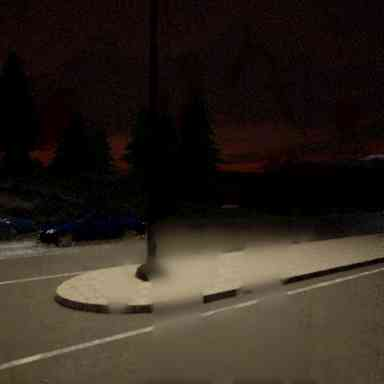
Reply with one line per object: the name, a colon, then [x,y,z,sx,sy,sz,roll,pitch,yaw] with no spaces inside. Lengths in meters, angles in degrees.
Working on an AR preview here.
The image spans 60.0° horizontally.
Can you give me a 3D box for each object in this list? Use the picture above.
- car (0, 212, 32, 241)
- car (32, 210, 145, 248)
car: [-10.043,1.541,15.284,5.357,1.411,2.033,1,0,-35]
car: [-4.364,1.558,14.959,4.674,1.442,1.812,1,0,-35]
